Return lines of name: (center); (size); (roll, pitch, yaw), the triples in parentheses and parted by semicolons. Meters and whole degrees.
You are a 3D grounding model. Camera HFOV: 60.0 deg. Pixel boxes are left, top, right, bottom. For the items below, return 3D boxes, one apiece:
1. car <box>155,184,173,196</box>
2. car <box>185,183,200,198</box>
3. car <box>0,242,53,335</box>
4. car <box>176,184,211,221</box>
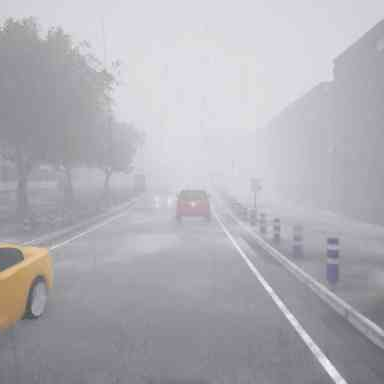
car: (-3.620, -0.283, 43.883); (1.812, 1.442, 4.674); (0, 4, 0)
car: (0.072, -0.240, 42.621); (1.882, 1.535, 5.008); (0, 4, 0)
car: (-3.603, 1.465, 4.377); (1.882, 1.535, 5.008); (0, 0, 0)
car: (0.097, 0.755, 22.501); (2.150, 2.045, 5.566); (0, 3, 0)
